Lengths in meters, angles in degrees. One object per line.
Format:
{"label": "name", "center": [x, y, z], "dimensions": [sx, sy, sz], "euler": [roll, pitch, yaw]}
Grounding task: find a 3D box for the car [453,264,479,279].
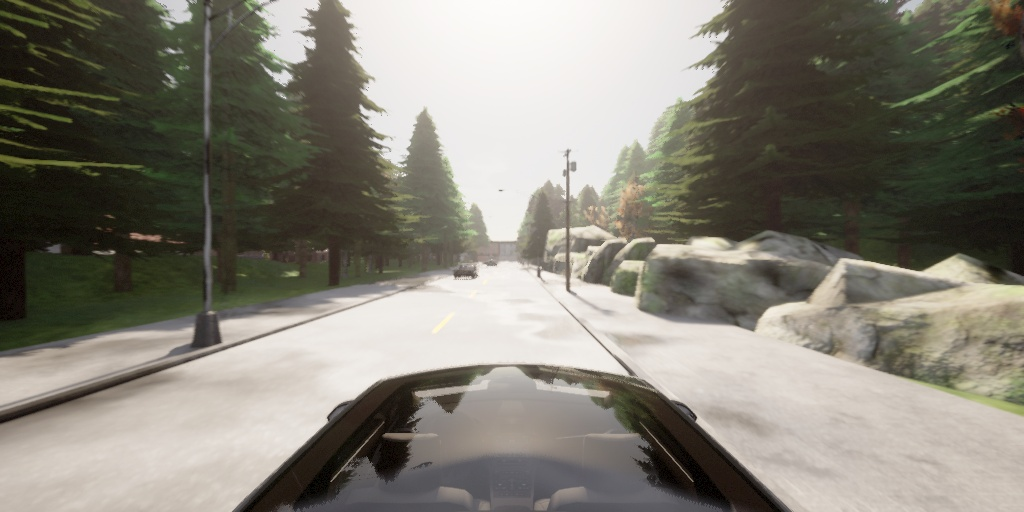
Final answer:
{"label": "car", "center": [-4.065, 1.342, 32.218], "dimensions": [1.895, 1.301, 4.718], "euler": [0, 0, 0]}
